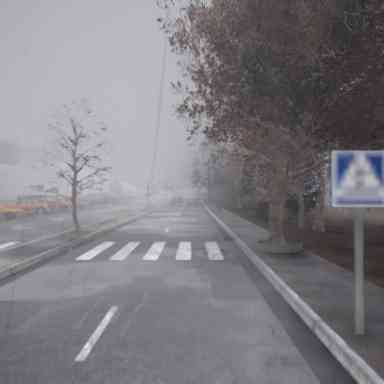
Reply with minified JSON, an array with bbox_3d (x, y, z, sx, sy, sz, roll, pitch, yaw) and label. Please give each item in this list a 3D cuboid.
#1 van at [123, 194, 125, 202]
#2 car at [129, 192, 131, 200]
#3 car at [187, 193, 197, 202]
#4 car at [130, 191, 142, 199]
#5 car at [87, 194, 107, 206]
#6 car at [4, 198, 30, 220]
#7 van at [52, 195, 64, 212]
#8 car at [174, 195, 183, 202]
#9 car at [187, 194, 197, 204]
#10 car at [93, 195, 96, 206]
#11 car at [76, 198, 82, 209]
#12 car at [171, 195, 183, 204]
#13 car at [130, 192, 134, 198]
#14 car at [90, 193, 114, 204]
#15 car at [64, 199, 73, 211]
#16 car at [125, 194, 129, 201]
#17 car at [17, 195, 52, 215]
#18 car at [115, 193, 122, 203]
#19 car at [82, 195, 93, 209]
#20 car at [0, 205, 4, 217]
[{"bbox_3d":[-16.931,1.163,69.155,4.442,1.987,1.878,-1,1,-20],"label":"van"},{"bbox_3d":[-16.808,1.368,75.165,4.674,1.452,2.002,-1,1,-20],"label":"car"},{"bbox_3d":[0.038,1.208,72.356,2.097,1.767,4.553,0,1,0],"label":"car"},{"bbox_3d":[-16.769,1.211,90.188,4.792,1.488,2.163,-1,0,-20],"label":"car"},{"bbox_3d":[-16.833,1.565,54.282,4.674,1.452,2.002,-1,1,-20],"label":"car"},{"bbox_3d":[-16.694,1.545,27.486,5.366,1.575,1.946,-1,-1,-20],"label":"car"},{"bbox_3d":[-16.752,1.357,36.424,4.442,1.987,1.878,-1,-1,-20],"label":"van"},{"bbox_3d":[-2.962,1.376,72.390,1.812,1.442,4.674,0,1,0],"label":"car"},{"bbox_3d":[0.032,1.443,62.273,1.882,1.535,5.008,0,1,0],"label":"car"},{"bbox_3d":[-16.816,1.593,48.325,4.792,1.488,2.163,-1,0,-20],"label":"car"},{"bbox_3d":[-16.877,1.615,42.328,4.792,1.488,2.163,-1,0,-20],"label":"car"},{"bbox_3d":[-2.968,1.457,62.275,2.128,1.511,4.902,0,1,0],"label":"car"},{"bbox_3d":[-16.783,1.328,78.183,4.792,1.488,2.163,-1,0,-20],"label":"car"},{"bbox_3d":[-16.863,1.251,57.251,5.566,2.045,2.435,-1,1,-20],"label":"car"},{"bbox_3d":[-16.849,1.624,39.356,4.674,1.452,2.002,-1,0,-20],"label":"car"},{"bbox_3d":[-16.788,1.231,72.191,4.553,1.767,2.185,-1,1,-20],"label":"car"},{"bbox_3d":[-16.833,1.449,33.397,4.553,1.767,2.185,-1,0,-20],"label":"car"},{"bbox_3d":[-16.805,1.193,63.247,5.566,2.045,2.435,-1,0,-20],"label":"car"},{"bbox_3d":[-16.675,1.570,45.397,5.366,1.575,1.946,-1,0,-20],"label":"car"},{"bbox_3d":[-16.898,1.565,24.424,4.792,1.488,2.163,-1,0,-20],"label":"car"}]
